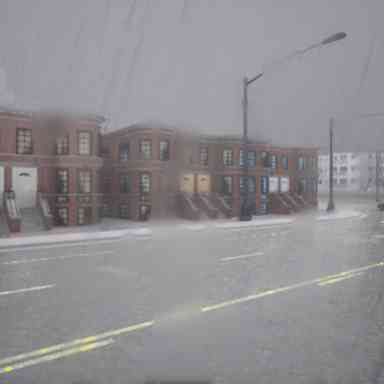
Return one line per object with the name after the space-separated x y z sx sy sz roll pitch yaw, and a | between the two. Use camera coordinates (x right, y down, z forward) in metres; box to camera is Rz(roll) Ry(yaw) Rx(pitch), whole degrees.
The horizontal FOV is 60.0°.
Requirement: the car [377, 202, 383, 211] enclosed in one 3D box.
22.875 1.621 37.457 1.895 1.301 4.718 0 0 5 | car
